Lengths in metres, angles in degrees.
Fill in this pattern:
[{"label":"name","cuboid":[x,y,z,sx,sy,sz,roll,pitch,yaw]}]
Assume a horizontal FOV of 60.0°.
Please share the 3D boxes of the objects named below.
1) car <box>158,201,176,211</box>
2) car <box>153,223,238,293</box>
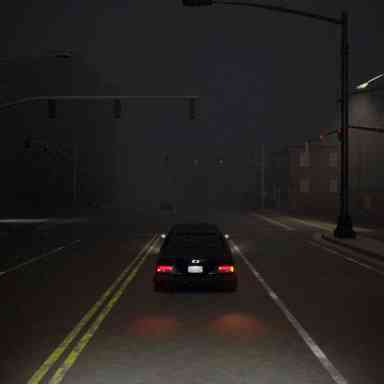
[{"label":"car","cuboid":[-3.542,2.006,45.937,1.812,1.442,4.674,0,-4,0]},{"label":"car","cuboid":[0.083,1.547,8.970,2.033,1.411,5.357,0,0,0]}]
